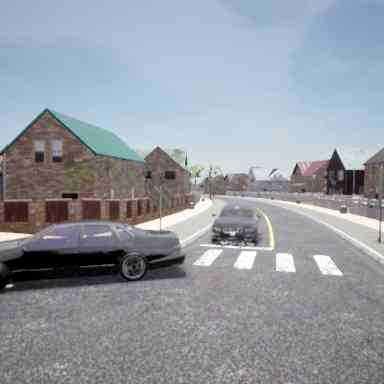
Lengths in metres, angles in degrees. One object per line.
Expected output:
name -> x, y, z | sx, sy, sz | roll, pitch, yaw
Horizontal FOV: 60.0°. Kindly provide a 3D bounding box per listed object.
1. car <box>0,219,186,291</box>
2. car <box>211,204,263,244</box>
car -> -2.878, 1.428, 8.380 | 5.357, 1.411, 2.033 | -1, 1, -14
car -> 2.056, 1.321, 14.890 | 1.837, 1.490, 4.892 | 1, 1, 13
